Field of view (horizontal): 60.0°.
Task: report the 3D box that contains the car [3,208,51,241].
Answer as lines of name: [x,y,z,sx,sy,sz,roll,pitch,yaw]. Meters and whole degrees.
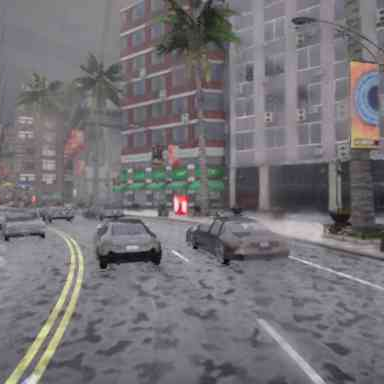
car: [-9.063,1.755,17.912,1.895,1.301,4.718,0,0,-30]

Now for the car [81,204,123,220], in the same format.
car: [-7.756,1.726,28.631,2.033,1.411,5.357,0,0,-40]

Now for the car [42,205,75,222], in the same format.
car: [-11.677,1.763,27.891,2.033,1.411,5.357,0,0,-42]

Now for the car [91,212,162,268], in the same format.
car: [-2.386,1.630,11.748,1.994,1.385,4.181,0,0,-18]

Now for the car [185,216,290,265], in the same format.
car: [1.321,1.577,11.972,2.033,1.411,5.357,0,0,-18]

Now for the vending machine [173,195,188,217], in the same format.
vending machine: [-1.078,1.320,32.177,1.100,2.100,0.880,0,0,-38]
